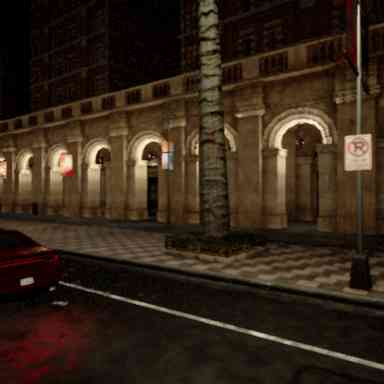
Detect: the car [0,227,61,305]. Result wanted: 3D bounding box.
[{"bbox_3d":[-5.074,1.520,7.611,5.008,1.535,1.882,0,0,36],"label":"car"}]
